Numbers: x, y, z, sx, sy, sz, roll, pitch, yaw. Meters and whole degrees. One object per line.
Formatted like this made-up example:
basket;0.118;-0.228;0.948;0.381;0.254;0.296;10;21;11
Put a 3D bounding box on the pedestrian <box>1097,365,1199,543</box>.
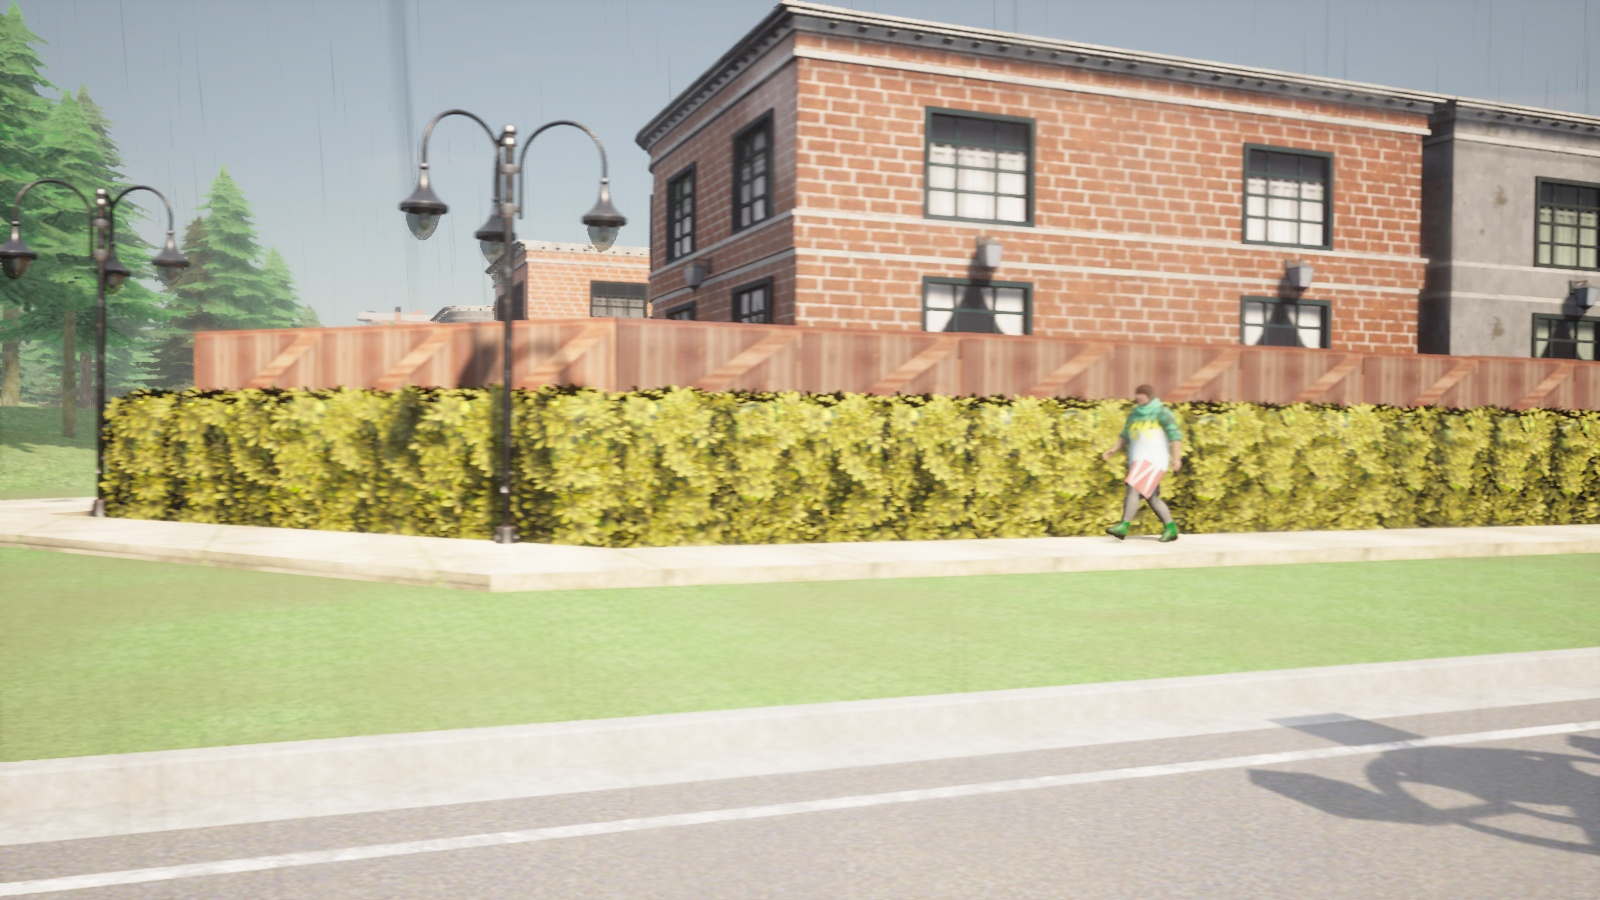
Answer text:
pedestrian;3.939;0.033;14.236;0.873;1.952;0.659;-1;1;-21
